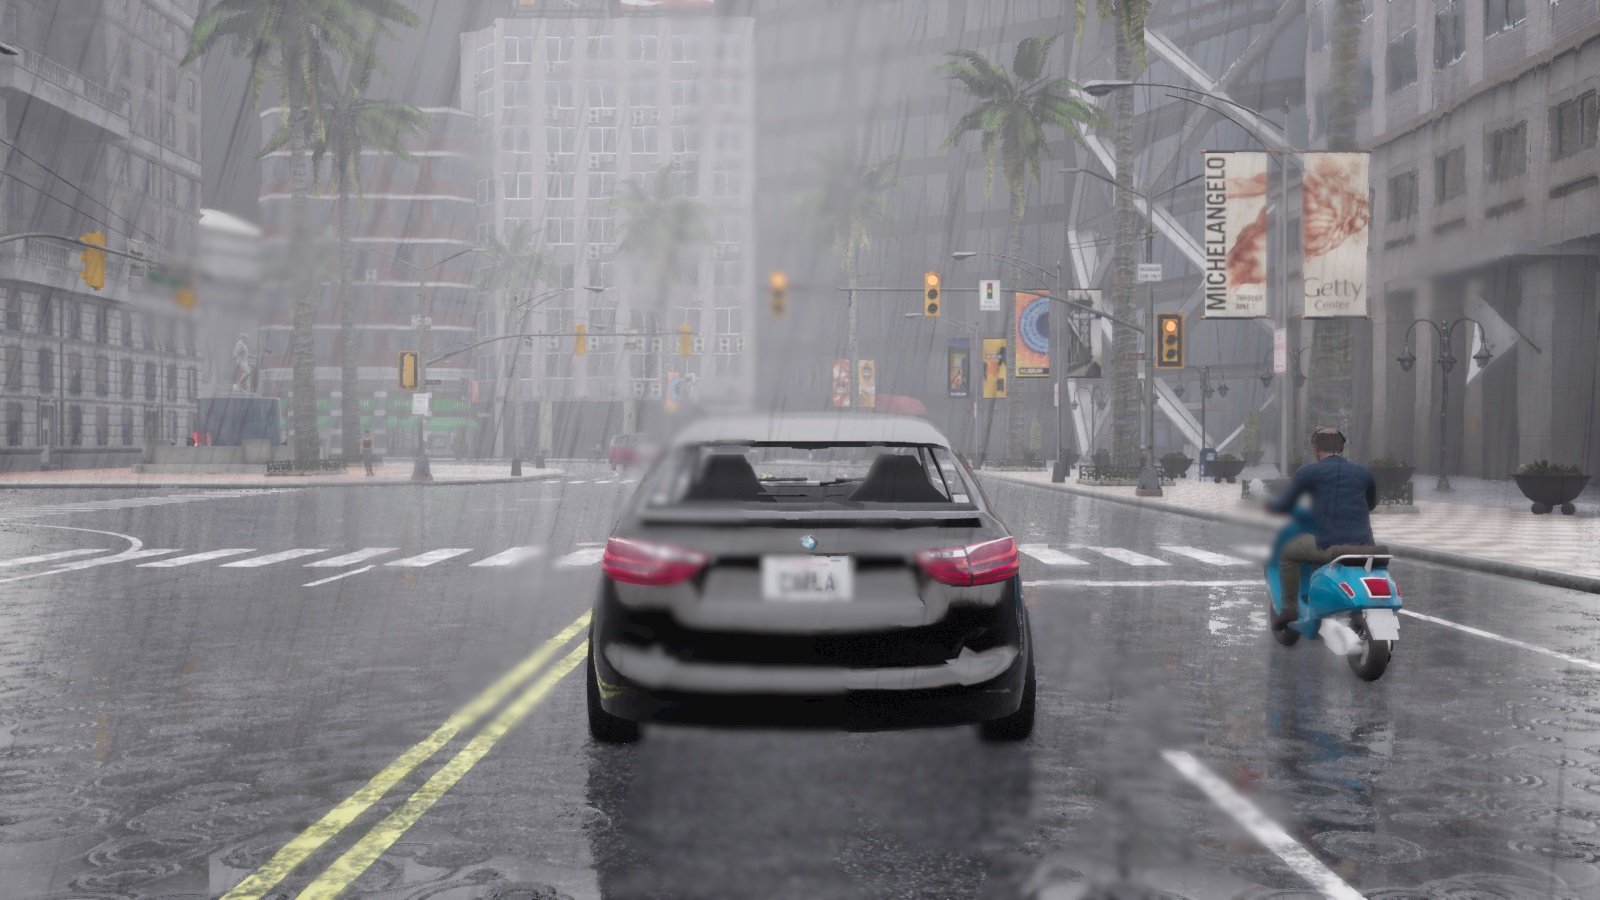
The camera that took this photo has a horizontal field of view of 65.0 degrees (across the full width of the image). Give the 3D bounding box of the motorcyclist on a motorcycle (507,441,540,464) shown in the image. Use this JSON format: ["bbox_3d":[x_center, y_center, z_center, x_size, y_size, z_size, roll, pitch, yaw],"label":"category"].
[{"bbox_3d":[-19.541,0.181,88.673,2.350,1.649,0.766,0,1,31],"label":"motorcyclist on a motorcycle"}]

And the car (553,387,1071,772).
[{"bbox_3d":[0.062,0.547,7.745,2.242,1.667,4.611,0,0,0],"label":"car"}]

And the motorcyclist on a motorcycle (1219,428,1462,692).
[{"bbox_3d":[3.552,0.655,8.461,0.866,1.590,1.817,0,0,1],"label":"motorcyclist on a motorcycle"}]

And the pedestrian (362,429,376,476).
[{"bbox_3d":[-16.933,0.111,49.364,0.345,1.836,0.594,0,0,-1],"label":"pedestrian"}]

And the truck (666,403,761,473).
[{"bbox_3d":[-4.630,-0.609,65.518,2.891,3.462,7.936,0,0,-20],"label":"truck"}]

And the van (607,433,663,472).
[{"bbox_3d":[-8.773,0.116,66.622,1.775,1.987,4.442,0,0,-24],"label":"van"}]
